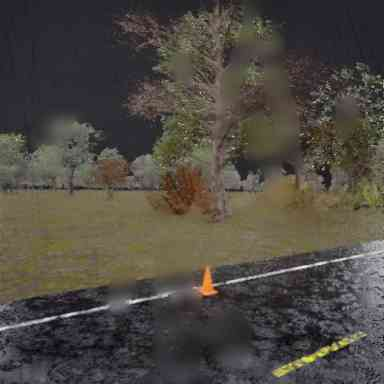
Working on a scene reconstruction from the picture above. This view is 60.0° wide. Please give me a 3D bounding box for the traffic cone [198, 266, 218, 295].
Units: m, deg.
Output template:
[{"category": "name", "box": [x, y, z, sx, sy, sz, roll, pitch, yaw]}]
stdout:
[{"category": "traffic cone", "box": [0.359, 1.963, 7.491, 0.340, 0.580, 0.340, 0, 0, -35]}]
